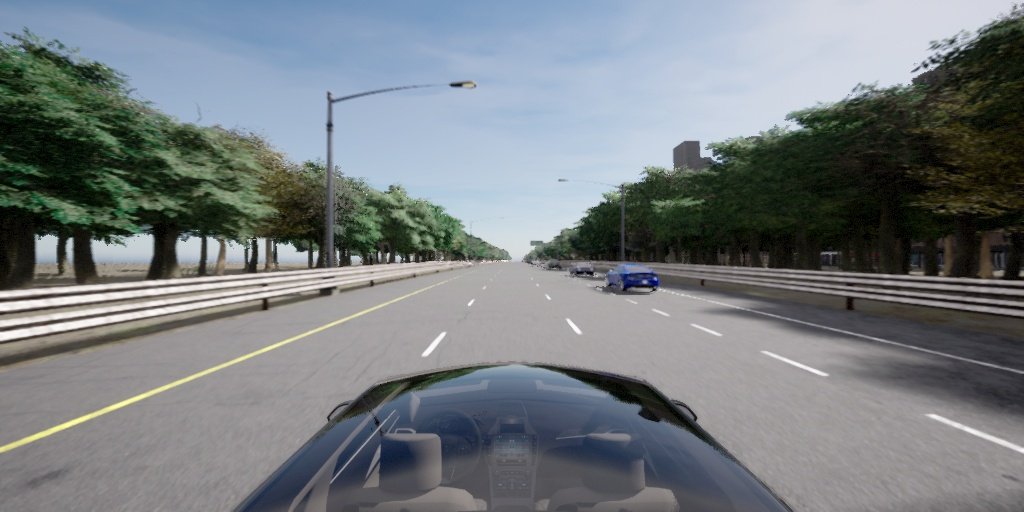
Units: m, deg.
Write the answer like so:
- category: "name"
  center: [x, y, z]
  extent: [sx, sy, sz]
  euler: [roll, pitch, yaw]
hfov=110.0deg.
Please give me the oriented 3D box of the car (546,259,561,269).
- category: "car"
  center: [7.160, 1.357, 62.046]
  extent: [2.097, 1.767, 4.553]
  euler: [0, -1, 0]

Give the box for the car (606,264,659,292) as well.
- category: "car"
  center: [7.011, 1.231, 21.390]
  extent: [1.882, 1.535, 5.008]
  euler: [0, 0, 0]

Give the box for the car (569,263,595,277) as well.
- category: "car"
  center: [7.044, 1.396, 36.656]
  extent: [1.895, 1.301, 4.718]
  euler: [0, 0, 0]
